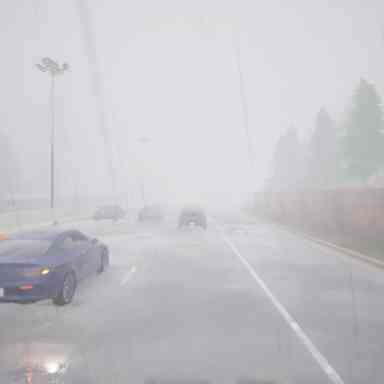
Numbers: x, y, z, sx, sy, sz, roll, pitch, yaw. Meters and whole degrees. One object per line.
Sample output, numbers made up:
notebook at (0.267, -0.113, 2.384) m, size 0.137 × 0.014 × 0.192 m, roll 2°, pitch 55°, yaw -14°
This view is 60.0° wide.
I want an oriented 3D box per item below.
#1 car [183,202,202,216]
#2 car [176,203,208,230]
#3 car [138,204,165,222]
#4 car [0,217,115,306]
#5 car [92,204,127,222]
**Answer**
car at (0.112, 1.843, 36.348) m, size 1.895 × 1.301 × 4.718 m, roll 0°, pitch 0°, yaw 1°
car at (0.020, 1.654, 22.320) m, size 1.837 × 1.490 × 4.892 m, roll 0°, pitch 0°, yaw 0°
car at (-3.430, 1.757, 28.792) m, size 1.994 × 1.385 × 4.181 m, roll 0°, pitch 0°, yaw 0°
car at (-3.399, 1.580, 8.055) m, size 1.812 × 1.442 × 4.674 m, roll 0°, pitch 0°, yaw 0°
car at (-6.940, 1.737, 28.409) m, size 2.033 × 1.411 × 5.357 m, roll 0°, pitch 0°, yaw 1°
